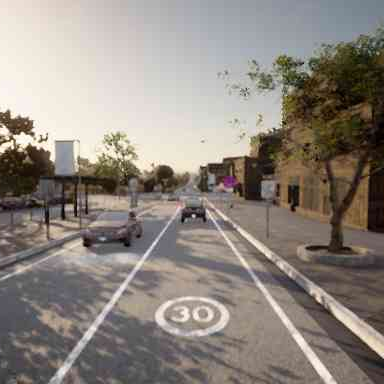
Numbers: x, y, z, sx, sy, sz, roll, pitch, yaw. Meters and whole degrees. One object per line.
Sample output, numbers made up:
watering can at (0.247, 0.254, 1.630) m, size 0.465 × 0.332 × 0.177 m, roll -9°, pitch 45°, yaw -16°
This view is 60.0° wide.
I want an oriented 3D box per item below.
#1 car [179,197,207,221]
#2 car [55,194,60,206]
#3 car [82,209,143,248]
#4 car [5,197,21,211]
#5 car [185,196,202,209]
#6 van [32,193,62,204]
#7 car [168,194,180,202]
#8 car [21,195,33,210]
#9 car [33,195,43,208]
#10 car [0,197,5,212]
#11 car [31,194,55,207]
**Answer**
car at (0.125, 1.423, 25.903) m, size 1.837 × 1.490 × 4.892 m, roll 0°, pitch 0°, yaw 0°
car at (-22.105, 1.383, 47.643) m, size 4.792 × 1.488 × 2.163 m, roll 0°, pitch 0°, yaw 0°
car at (-3.336, 1.488, 14.760) m, size 1.812 × 1.442 × 4.674 m, roll 0°, pitch 0°, yaw 0°
car at (-22.077, 1.381, 36.541) m, size 5.008 × 1.535 × 2.097 m, roll 0°, pitch 0°, yaw 0°
car at (0.140, 1.299, 42.313) m, size 2.033 × 1.411 × 5.357 m, roll 0°, pitch 1°, yaw 0°
van at (-21.960, 1.121, 50.415) m, size 4.442 × 1.987 × 1.878 m, roll 0°, pitch 0°, yaw 0°
car at (-3.195, 1.061, 58.829) m, size 1.994 × 1.385 × 4.181 m, roll 0°, pitch 1°, yaw 0°
car at (-22.066, 1.375, 39.316) m, size 4.892 × 1.521 × 2.231 m, roll 0°, pitch 0°, yaw 0°
car at (-22.102, 1.396, 42.091) m, size 4.792 × 1.488 × 2.163 m, roll 0°, pitch 0°, yaw 0°
car at (-22.101, 1.264, 33.765) m, size 4.553 × 1.767 × 2.185 m, roll 0°, pitch 0°, yaw 0°
car at (-21.889, 1.357, 44.865) m, size 5.366 × 1.575 × 1.946 m, roll 0°, pitch 0°, yaw 0°
